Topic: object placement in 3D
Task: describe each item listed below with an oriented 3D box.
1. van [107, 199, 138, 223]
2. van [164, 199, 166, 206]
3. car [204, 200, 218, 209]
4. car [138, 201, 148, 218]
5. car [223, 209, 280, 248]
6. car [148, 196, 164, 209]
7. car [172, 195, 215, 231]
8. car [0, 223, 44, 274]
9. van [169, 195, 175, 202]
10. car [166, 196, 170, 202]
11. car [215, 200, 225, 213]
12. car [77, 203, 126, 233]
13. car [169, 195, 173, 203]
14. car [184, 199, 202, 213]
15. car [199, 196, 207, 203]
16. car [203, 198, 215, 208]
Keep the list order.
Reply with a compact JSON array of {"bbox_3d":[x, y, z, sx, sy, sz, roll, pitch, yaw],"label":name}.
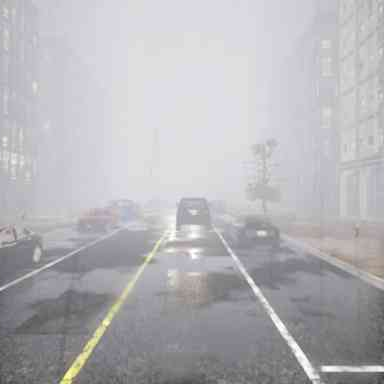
[{"bbox_3d":[-5.683,1.470,26.328,1.690,1.788,3.998,0,0,0],"label":"van"},{"bbox_3d":[-5.680,1.599,54.788,1.690,1.788,3.998,0,0,0],"label":"van"},{"bbox_3d":[2.698,1.814,49.079,1.802,1.307,4.206,0,0,0],"label":"car"},{"bbox_3d":[-5.684,1.738,32.019,1.802,1.307,4.206,0,0,0],"label":"car"},{"bbox_3d":[2.695,1.640,14.929,1.947,1.339,4.313,0,0,0],"label":"car"},{"bbox_3d":[-5.681,1.673,49.095,1.967,1.590,4.097,0,0,0],"label":"car"},{"bbox_3d":[0.102,1.330,21.793,2.150,2.045,5.566,0,0,0],"label":"car"},{"bbox_3d":[-5.686,1.598,9.250,2.008,1.369,4.403,0,0,0],"label":"car"},{"bbox_3d":[-5.677,1.770,94.633,1.690,1.788,3.998,0,0,0],"label":"van"},{"bbox_3d":[-5.681,1.849,60.480,1.947,1.339,4.313,0,0,0],"label":"car"},{"bbox_3d":[2.698,1.621,37.696,1.967,1.590,4.097,0,0,0],"label":"car"},{"bbox_3d":[-5.685,1.647,20.634,1.887,1.381,4.507,0,0,0],"label":"car"},{"bbox_3d":[-5.679,1.906,83.077,1.752,1.417,4.829,0,0,0],"label":"car"},{"bbox_3d":[0.106,1.690,41.515,2.128,1.511,4.902,0,0,0],"label":"car"},{"bbox_3d":[2.703,1.820,83.231,1.967,1.590,4.097,0,0,0],"label":"car"},{"bbox_3d":[2.699,1.783,54.942,1.752,1.417,4.829,0,0,0],"label":"car"}]
